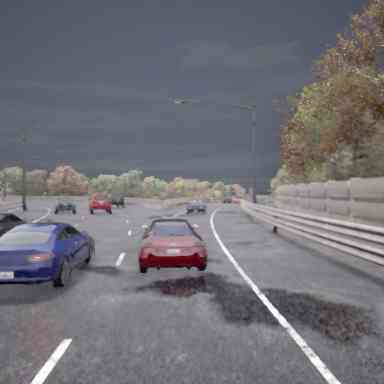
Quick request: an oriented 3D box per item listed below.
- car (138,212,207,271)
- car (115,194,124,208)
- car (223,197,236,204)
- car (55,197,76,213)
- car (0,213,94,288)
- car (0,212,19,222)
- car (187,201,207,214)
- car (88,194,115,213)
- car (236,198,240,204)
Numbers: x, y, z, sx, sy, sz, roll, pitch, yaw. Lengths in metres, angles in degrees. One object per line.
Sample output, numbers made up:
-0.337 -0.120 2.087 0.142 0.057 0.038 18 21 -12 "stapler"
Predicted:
-0.706 1.568 10.981 1.994 1.385 4.181 0 0 -6 "car"
-11.471 1.270 48.725 2.150 2.045 5.566 0 0 -25 "car"
8.061 1.813 73.616 1.837 1.490 4.892 0 -2 13 "car"
-14.252 1.409 37.531 2.097 1.767 4.553 0 0 -20 "car"
-4.002 1.541 9.119 1.812 1.442 4.674 0 0 -5 "car"
-8.053 1.557 13.703 1.812 1.442 4.674 0 0 -7 "car"
0.615 1.604 35.455 1.895 1.301 4.718 0 0 6 "car"
-10.162 1.264 36.644 2.150 2.045 5.566 0 0 -19 "car"
10.149 2.066 82.724 2.097 1.767 4.553 0 -3 14 "car"
